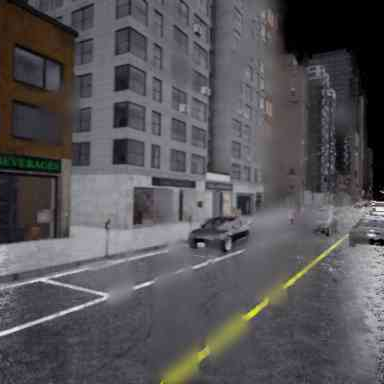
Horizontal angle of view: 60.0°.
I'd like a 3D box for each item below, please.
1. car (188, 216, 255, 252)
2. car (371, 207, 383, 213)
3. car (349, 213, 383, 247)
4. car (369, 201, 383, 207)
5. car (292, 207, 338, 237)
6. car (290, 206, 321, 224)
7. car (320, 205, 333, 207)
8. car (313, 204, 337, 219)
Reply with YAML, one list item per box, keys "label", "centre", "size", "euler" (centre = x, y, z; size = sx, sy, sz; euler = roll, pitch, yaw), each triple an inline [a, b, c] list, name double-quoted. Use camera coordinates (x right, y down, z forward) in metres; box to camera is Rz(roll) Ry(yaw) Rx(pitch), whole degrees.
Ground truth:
- label: "car"
  centre: [1.487, 1.782, 15.122]
  size: [1.947, 1.339, 4.313]
  euler: [1, -1, 31]
- label: "car"
  centre: [16.555, 2.297, 29.188]
  size: [1.895, 1.301, 4.718]
  euler: [1, -1, 31]
- label: "car"
  centre: [9.124, 1.955, 16.694]
  size: [1.994, 1.385, 4.181]
  euler: [1, -1, 31]
- label: "car"
  centre: [22.128, 2.147, 38.708]
  size: [2.150, 2.045, 5.566]
  euler: [1, -1, 29]
- label: "car"
  centre: [8.073, 1.929, 21.174]
  size: [1.837, 1.490, 4.892]
  euler: [1, -1, 31]
- label: "car"
  centre: [9.954, 2.144, 29.367]
  size: [1.802, 1.307, 4.206]
  euler: [1, -1, 31]
- label: "car"
  centre: [12.777, 2.244, 34.116]
  size: [1.947, 1.339, 4.313]
  euler: [1, -1, 31]
- label: "car"
  centre: [15.602, 2.234, 38.866]
  size: [1.967, 1.590, 4.097]
  euler: [1, -1, 31]
